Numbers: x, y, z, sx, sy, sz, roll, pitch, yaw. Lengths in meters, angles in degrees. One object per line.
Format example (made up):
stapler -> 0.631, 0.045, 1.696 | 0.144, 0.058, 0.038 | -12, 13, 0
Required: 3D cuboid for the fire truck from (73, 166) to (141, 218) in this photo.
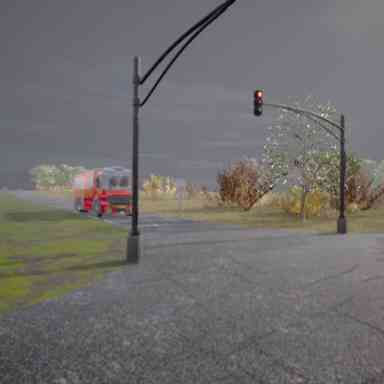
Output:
fire truck -> -7.156, -0.071, 26.861 | 2.891, 3.827, 8.468 | 1, 0, -33
